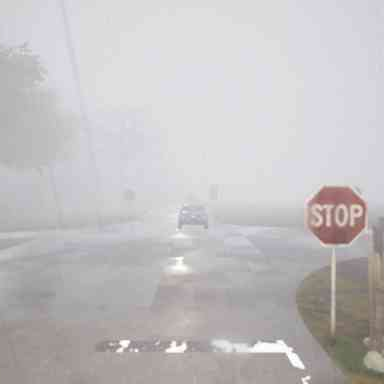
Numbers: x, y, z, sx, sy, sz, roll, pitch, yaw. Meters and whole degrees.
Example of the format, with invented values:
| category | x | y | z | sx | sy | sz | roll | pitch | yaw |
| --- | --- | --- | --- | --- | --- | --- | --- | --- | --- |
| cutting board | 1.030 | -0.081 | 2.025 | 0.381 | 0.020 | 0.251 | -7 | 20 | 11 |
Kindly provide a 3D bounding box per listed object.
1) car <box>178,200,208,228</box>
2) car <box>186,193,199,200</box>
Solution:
| category | x | y | z | sx | sy | sz | roll | pitch | yaw |
| --- | --- | --- | --- | --- | --- | --- | --- | --- | --- |
| car | 0.073 | 1.500 | 21.886 | 2.033 | 1.411 | 5.357 | 0 | 0 | 0 |
| car | 0.048 | 1.192 | 60.832 | 2.150 | 2.045 | 5.566 | 0 | 0 | 0 |
